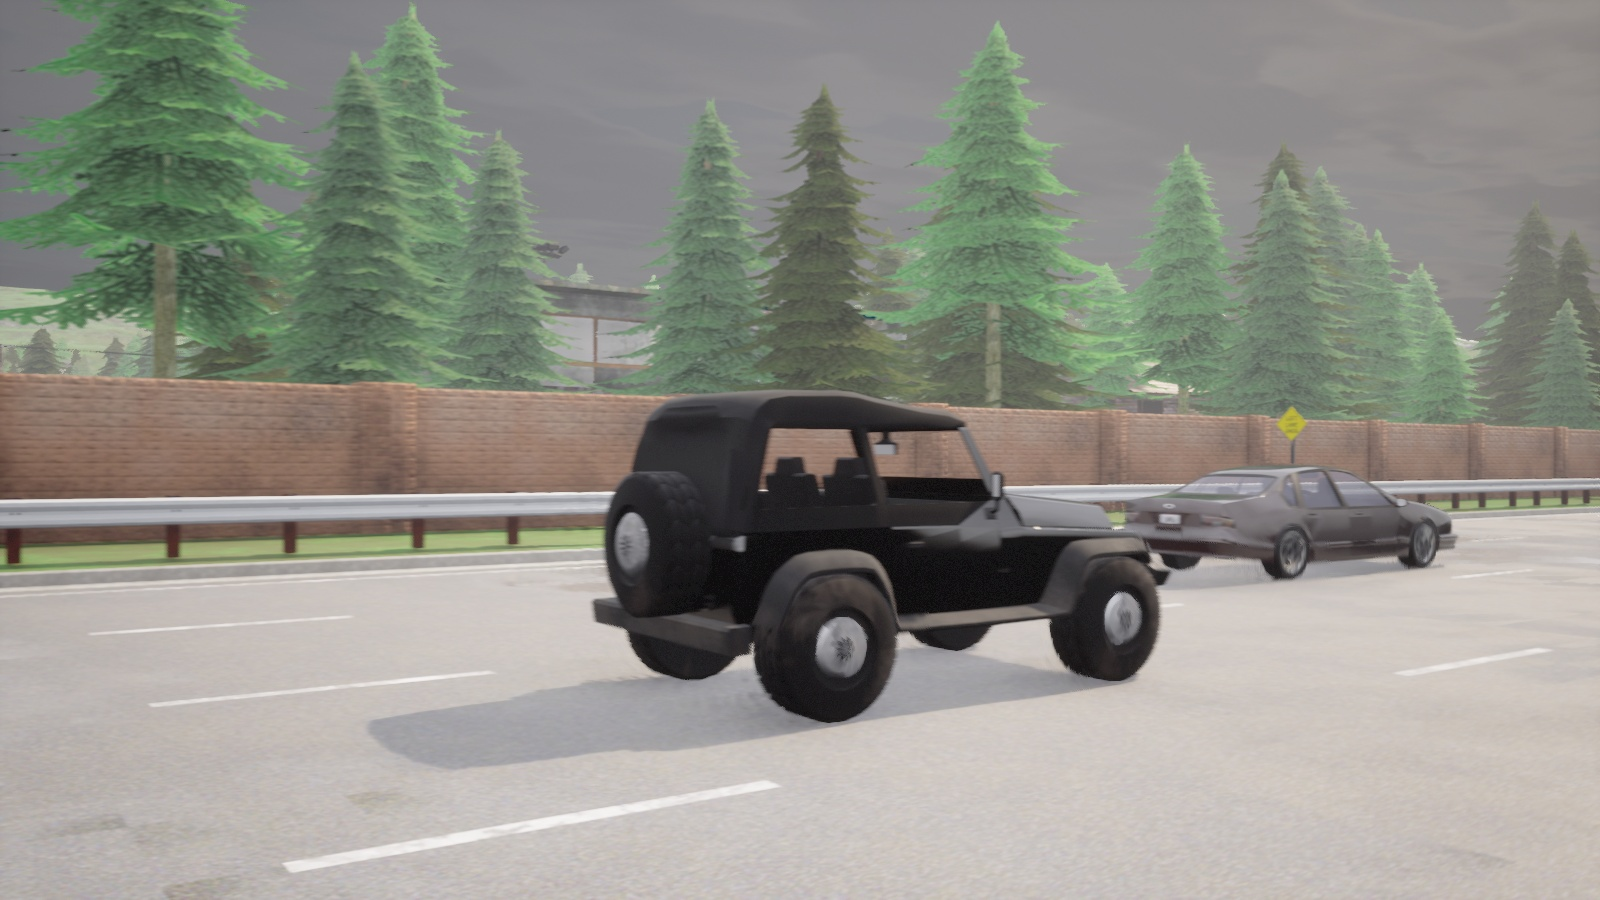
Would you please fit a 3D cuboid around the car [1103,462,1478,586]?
[{"bbox_3d":[6.678,0.876,16.834,5.357,1.411,2.033,0,0,-35],"label":"car"}]

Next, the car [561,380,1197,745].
[{"bbox_3d":[0.603,0.580,8.343,3.866,1.878,1.905,0,0,-35],"label":"car"}]
